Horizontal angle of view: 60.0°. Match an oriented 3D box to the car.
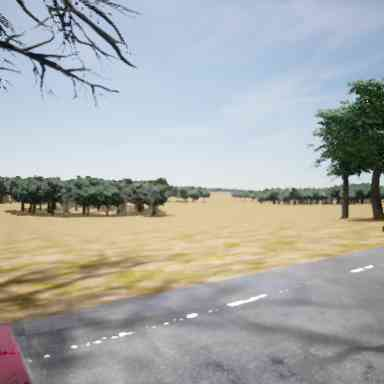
[{"bbox_3d":[-3.384,1.611,1.604,4.718,1.301,1.895,0,0,-35],"label":"car"}]
